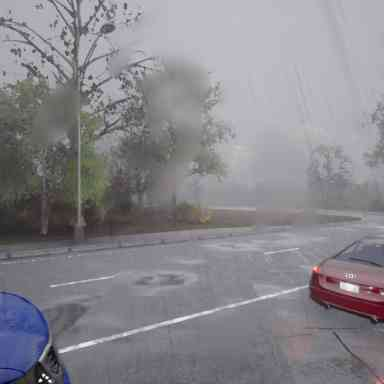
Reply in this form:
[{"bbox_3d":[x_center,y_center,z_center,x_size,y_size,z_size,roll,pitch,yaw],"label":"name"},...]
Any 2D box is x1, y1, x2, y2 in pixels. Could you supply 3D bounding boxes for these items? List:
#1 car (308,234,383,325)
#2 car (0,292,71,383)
[{"bbox_3d":[4.275,1.564,6.717,4.181,1.385,1.994,0,0,-35],"label":"car"},{"bbox_3d":[-3.394,1.222,1.300,5.566,2.045,2.150,0,0,-36],"label":"car"}]
